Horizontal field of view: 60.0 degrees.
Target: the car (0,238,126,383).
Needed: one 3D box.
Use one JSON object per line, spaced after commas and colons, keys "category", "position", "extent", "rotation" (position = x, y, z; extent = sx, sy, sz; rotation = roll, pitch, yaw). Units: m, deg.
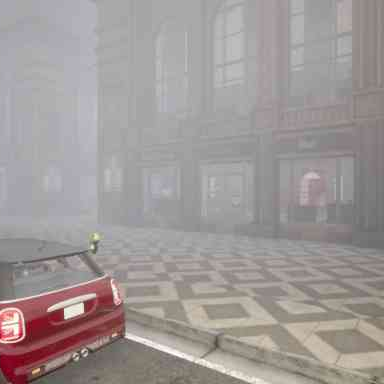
{"category": "car", "position": [-2.983, 1.440, 5.092], "extent": [4.097, 1.590, 1.967], "rotation": [0, 0, 36]}
